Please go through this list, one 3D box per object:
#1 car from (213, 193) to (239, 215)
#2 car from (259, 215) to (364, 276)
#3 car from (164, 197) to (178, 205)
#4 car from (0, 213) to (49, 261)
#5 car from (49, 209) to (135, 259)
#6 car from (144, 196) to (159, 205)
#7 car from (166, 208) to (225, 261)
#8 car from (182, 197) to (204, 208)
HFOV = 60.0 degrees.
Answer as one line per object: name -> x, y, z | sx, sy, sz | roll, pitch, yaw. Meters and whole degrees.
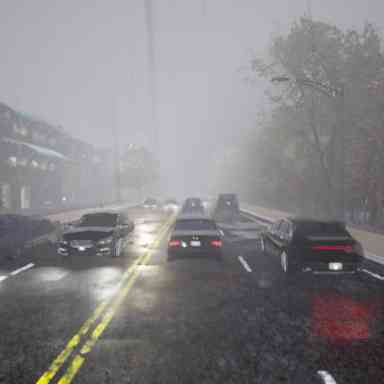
car -> 3.353, 1.118, 33.228 | 2.150, 2.045, 5.566 | 0, 0, 0
car -> 3.351, 1.473, 10.171 | 1.837, 1.490, 4.892 | 0, 0, 0
car -> -3.312, 1.435, 53.142 | 1.895, 1.301, 4.718 | 0, 0, 0
car -> -6.600, 1.509, 12.452 | 2.033, 1.411, 5.357 | 0, 0, 0
car -> -3.349, 1.466, 12.533 | 1.837, 1.490, 4.892 | 0, 0, 0
car -> -6.556, 1.396, 53.701 | 1.994, 1.385, 4.181 | 0, 0, 1
car -> 0.102, 1.510, 11.994 | 2.033, 1.411, 5.357 | 0, 0, 0
car -> 0.103, 1.248, 33.513 | 2.097, 1.767, 4.553 | 0, 0, 0
